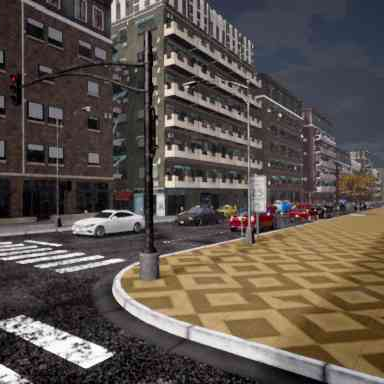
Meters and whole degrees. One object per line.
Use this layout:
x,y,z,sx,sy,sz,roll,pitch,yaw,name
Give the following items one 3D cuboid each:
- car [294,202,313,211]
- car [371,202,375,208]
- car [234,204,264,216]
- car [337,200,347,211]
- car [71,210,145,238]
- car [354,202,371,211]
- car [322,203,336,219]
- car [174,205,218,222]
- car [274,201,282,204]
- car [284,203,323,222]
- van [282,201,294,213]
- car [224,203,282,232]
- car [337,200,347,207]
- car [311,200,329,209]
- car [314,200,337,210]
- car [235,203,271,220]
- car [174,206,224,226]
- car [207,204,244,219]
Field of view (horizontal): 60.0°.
19.960,2.551,59.362,1.887,1.381,4.507,-2,-2,35,car
36.477,2.743,68.510,2.008,1.369,4.403,-2,-2,35,car
7.033,2.218,40.827,1.947,1.339,4.313,-2,-2,35,car
24.886,2.461,56.340,1.837,1.490,4.892,-1,-1,35,car
-4.731,1.775,19.454,1.812,1.442,4.674,-1,-1,34,car
30.013,2.581,59.243,1.947,1.339,4.313,-2,-2,35,car
13.854,2.139,36.075,1.947,1.339,4.313,-2,-2,35,car
0.471,1.998,31.422,1.752,1.417,4.829,-2,-2,35,car
10.264,2.285,45.461,1.887,1.381,4.507,-2,-2,35,car
10.622,2.030,31.442,1.887,1.381,4.507,-2,-2,35,car
13.494,2.170,50.101,1.690,1.788,3.998,-2,-2,35,van
4.157,1.749,22.178,1.967,1.590,4.097,-2,-2,35,car
39.252,2.879,87.108,1.690,1.788,3.998,-2,-2,35,car
26.421,2.498,68.636,2.192,1.841,5.009,-2,-2,35,car
18.803,2.280,47.623,2.128,1.511,4.902,-1,-1,35,car
6.575,2.035,35.664,1.882,1.535,5.008,-1,-1,35,car
0.791,1.947,27.385,2.033,1.411,5.357,-1,-1,35,car
3.703,2.087,36.055,1.752,1.417,4.829,-2,-2,35,car
